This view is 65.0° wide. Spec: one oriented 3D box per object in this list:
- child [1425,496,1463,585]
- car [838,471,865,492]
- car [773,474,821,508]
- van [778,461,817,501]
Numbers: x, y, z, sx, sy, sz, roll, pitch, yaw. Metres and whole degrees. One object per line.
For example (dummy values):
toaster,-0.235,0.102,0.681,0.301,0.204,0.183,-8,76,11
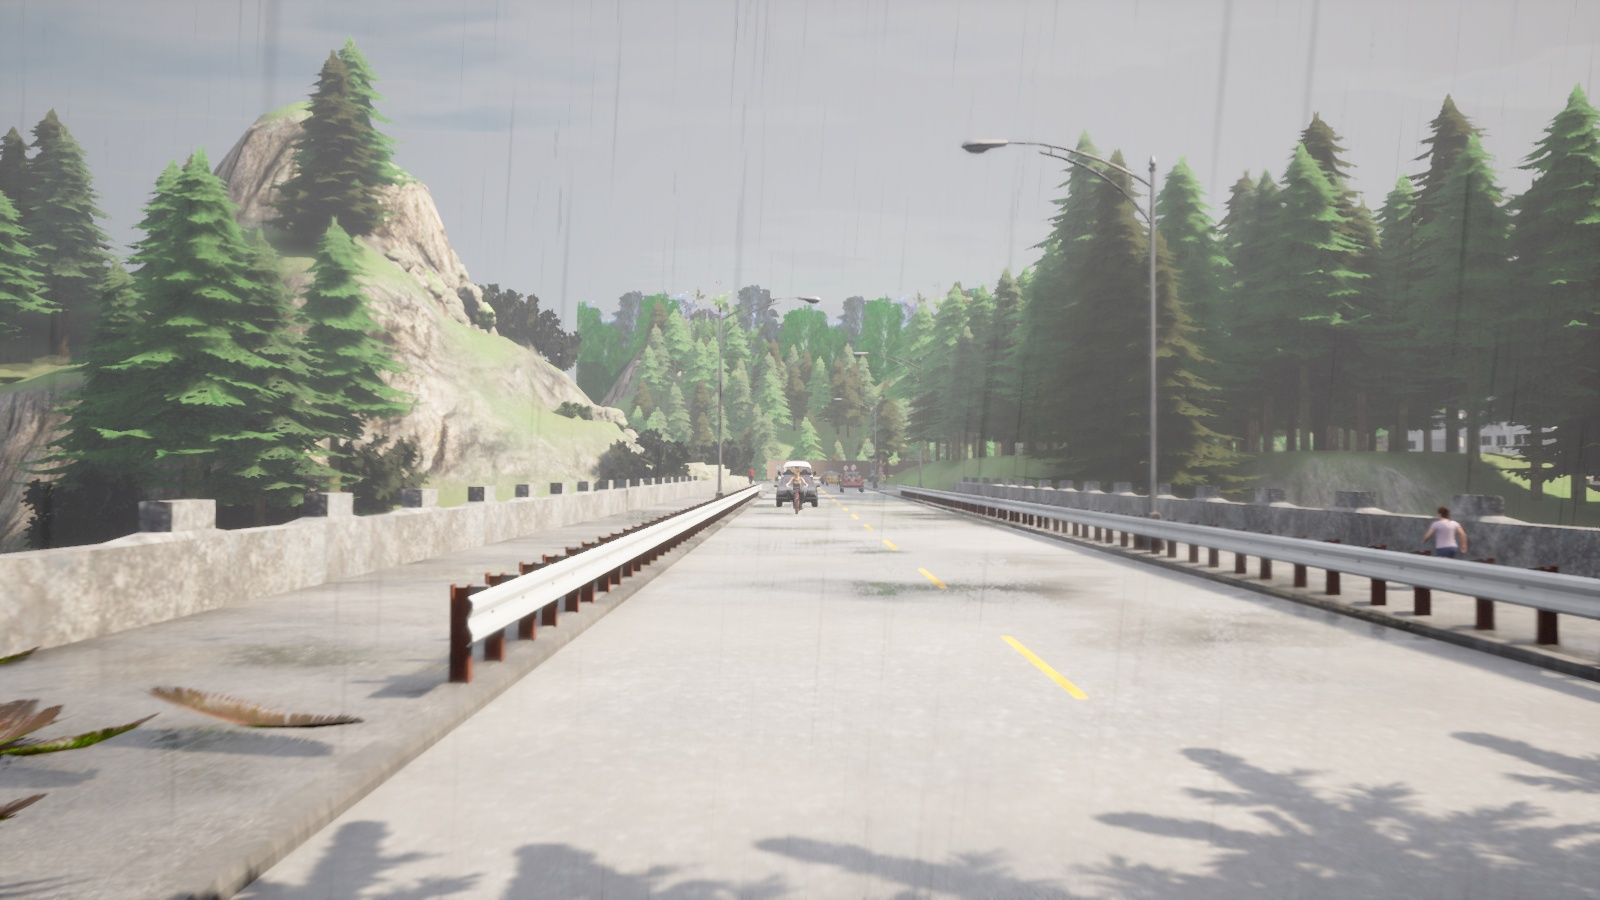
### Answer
child,8.156,1.138,15.912,0.255,1.110,0.394,0,-1,-3
car,3.801,2.329,93.002,1.789,1.549,3.705,0,-2,0
car,-0.119,1.795,55.690,2.033,1.411,5.357,0,-1,0
van,-0.150,1.695,69.672,2.069,2.038,4.480,0,0,0
